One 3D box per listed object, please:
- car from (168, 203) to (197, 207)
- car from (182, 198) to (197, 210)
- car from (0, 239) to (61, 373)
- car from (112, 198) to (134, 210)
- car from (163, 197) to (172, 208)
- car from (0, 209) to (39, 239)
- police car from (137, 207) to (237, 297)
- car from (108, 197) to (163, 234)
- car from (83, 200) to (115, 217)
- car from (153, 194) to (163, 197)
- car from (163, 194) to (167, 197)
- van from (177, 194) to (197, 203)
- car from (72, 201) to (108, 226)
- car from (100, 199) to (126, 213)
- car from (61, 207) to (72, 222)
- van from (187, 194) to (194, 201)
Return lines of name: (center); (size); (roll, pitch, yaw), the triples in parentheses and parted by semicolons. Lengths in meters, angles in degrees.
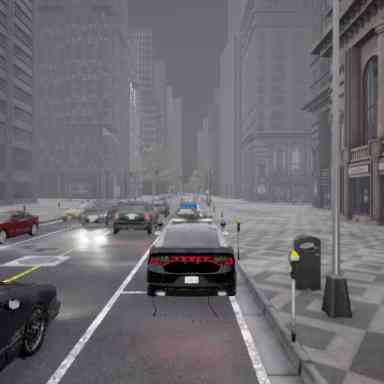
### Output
car: (-0.361, 1.584, 21.236); (1.802, 1.307, 4.206); (0, 0, 0)
car: (-0.347, 1.551, 43.336); (1.887, 1.381, 4.507); (0, 0, 0)
car: (-3.045, 1.547, 2.932); (2.033, 1.411, 5.357); (0, 0, 0)
car: (-8.902, 1.550, 43.358); (1.887, 1.381, 4.507); (0, 0, 0)
car: (-3.038, 1.496, 30.999); (2.128, 1.511, 4.902); (0, 0, 0)
car: (-8.908, 1.546, 15.730); (1.887, 1.381, 4.507); (0, 0, 0)
police car: (-0.007, 1.426, 8.759); (1.930, 1.638, 5.238); (0, 0, 0)
car: (-3.136, 1.354, 19.423); (2.097, 1.767, 4.553); (0, 0, 0)
car: (-8.905, 1.548, 32.307); (1.887, 1.381, 4.507); (0, 0, 0)
car: (-8.875, 1.556, 81.281); (1.752, 1.417, 4.829); (0, 0, 0)
car: (-8.864, 1.586, 92.031); (1.887, 1.381, 4.507); (0, 0, 0)
van: (-0.353, 1.345, 32.286); (1.690, 1.788, 3.998); (0, 0, 0)
car: (-6.233, 1.494, 23.192); (2.128, 1.511, 4.902); (0, 0, 0)
car: (-8.903, 1.549, 37.832); (1.887, 1.381, 4.507); (0, 0, 0)
car: (-8.906, 1.528, 26.612); (1.752, 1.417, 4.829); (0, 0, 0)
van: (-0.341, 1.377, 86.845); (1.690, 1.788, 3.998); (0, 0, 0)
